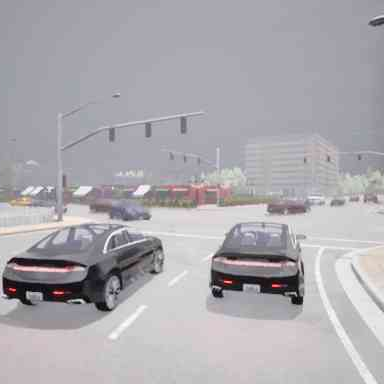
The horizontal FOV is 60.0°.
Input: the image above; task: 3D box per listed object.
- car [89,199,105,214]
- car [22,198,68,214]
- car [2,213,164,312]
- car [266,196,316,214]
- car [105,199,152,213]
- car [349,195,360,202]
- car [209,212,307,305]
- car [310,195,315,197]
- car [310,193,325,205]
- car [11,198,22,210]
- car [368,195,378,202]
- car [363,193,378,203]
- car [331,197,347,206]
[{"bbox_3d":[-8.539,1.515,34.806,5.008,1.535,1.882,0,0,31],"label":"car"},{"bbox_3d":[-15.062,1.530,34.714,4.902,1.511,2.128,0,0,32],"label":"car"},{"bbox_3d":[-2.081,1.487,7.816,2.128,1.511,4.902,0,0,12],"label":"car"},{"bbox_3d":[9.687,1.503,33.276,5.008,1.535,1.882,0,1,-31],"label":"car"},{"bbox_3d":[-5.003,1.385,26.741,2.097,1.767,4.553,0,0,-34],"label":"car"},{"bbox_3d":[37.262,1.481,76.156,2.128,1.511,4.902,0,0,31],"label":"car"},{"bbox_3d":[1.735,1.487,8.212,2.128,1.511,4.902,0,0,16],"label":"car"},{"bbox_3d":[15.436,1.521,47.260,2.033,1.411,5.357,0,0,31],"label":"car"},{"bbox_3d":[21.048,1.189,56.429,2.150,2.045,5.566,0,0,31],"label":"car"},{"bbox_3d":[-21.097,1.512,42.573,5.008,1.535,1.882,1,0,32],"label":"car"},{"bbox_3d":[42.086,1.479,77.344,1.812,1.442,4.674,0,0,31],"label":"car"},{"bbox_3d":[36.576,1.186,68.305,2.150,2.045,5.566,0,0,31],"label":"car"},{"bbox_3d":[23.560,1.495,53.484,1.812,1.442,4.674,0,0,31],"label":"car"}]
